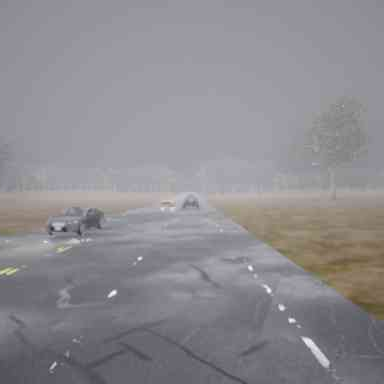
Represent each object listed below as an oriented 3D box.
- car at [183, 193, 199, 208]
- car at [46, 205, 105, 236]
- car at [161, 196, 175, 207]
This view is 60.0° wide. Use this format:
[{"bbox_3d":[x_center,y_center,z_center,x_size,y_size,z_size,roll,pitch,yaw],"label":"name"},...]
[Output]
[{"bbox_3d":[-0.132,1.307,46.259,2.097,1.767,4.553,0,0,0],"label":"car"},{"bbox_3d":[-6.468,1.537,18.966,2.128,1.511,4.902,0,0,5],"label":"car"},{"bbox_3d":[-3.645,1.371,50.275,1.882,1.535,5.008,0,0,0],"label":"car"}]
